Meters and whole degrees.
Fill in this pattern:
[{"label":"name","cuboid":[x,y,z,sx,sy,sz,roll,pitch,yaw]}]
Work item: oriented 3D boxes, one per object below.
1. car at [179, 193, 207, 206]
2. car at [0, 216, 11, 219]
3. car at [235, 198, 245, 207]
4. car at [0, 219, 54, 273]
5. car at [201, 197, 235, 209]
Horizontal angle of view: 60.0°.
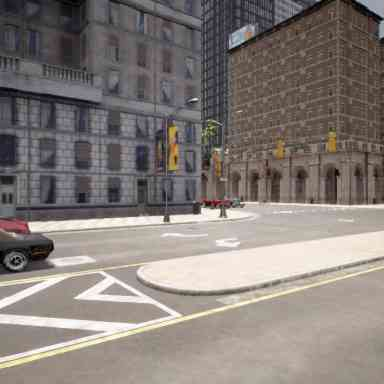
[{"label":"car","cuboid":[0.072,1.221,57.150,2.150,2.045,5.566,0,0,-34]},{"label":"car","cuboid":[-8.443,1.526,12.113,4.674,1.442,1.812,0,0,-35]},{"label":"car","cuboid":[5.710,1.491,49.049,2.128,1.511,4.902,0,0,-35]},{"label":"car","cuboid":[-6.499,1.601,9.208,4.718,1.301,1.895,0,0,-35]},{"label":"car","cuboid":[3.280,1.478,46.419,1.882,1.535,5.008,0,0,-35]}]
